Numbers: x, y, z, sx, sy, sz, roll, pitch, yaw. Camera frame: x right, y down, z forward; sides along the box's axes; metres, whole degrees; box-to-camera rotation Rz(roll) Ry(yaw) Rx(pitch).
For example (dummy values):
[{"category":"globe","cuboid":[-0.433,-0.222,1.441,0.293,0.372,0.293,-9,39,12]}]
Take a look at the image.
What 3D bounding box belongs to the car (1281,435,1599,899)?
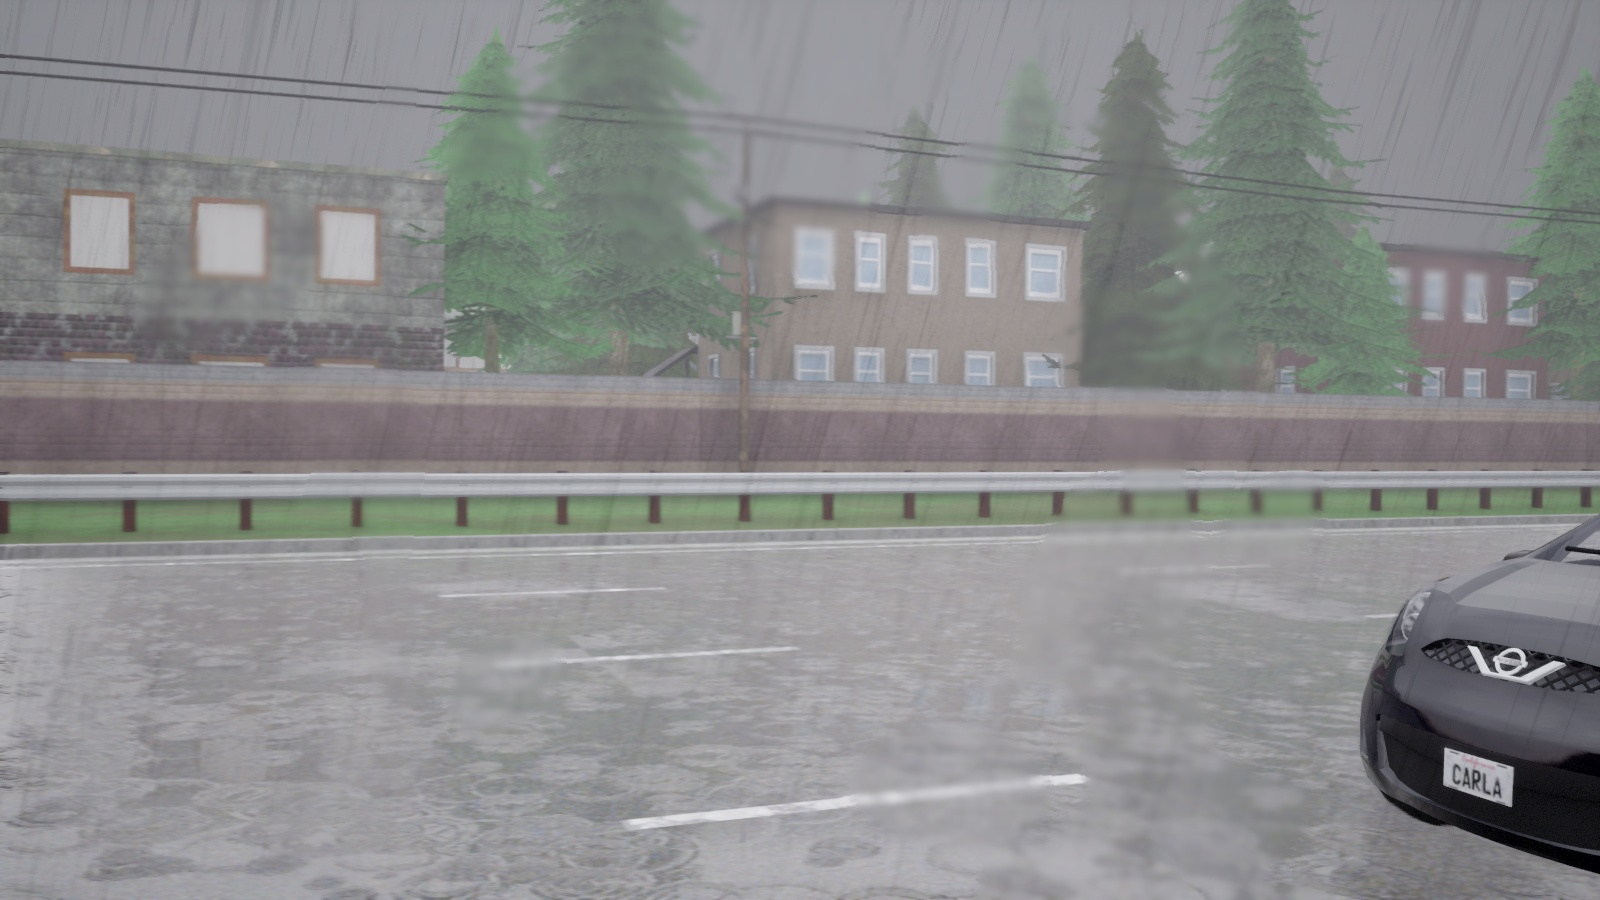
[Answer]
[{"category":"car","cuboid":[3.922,0.693,4.728,3.633,1.501,1.845,-1,1,-21]}]
